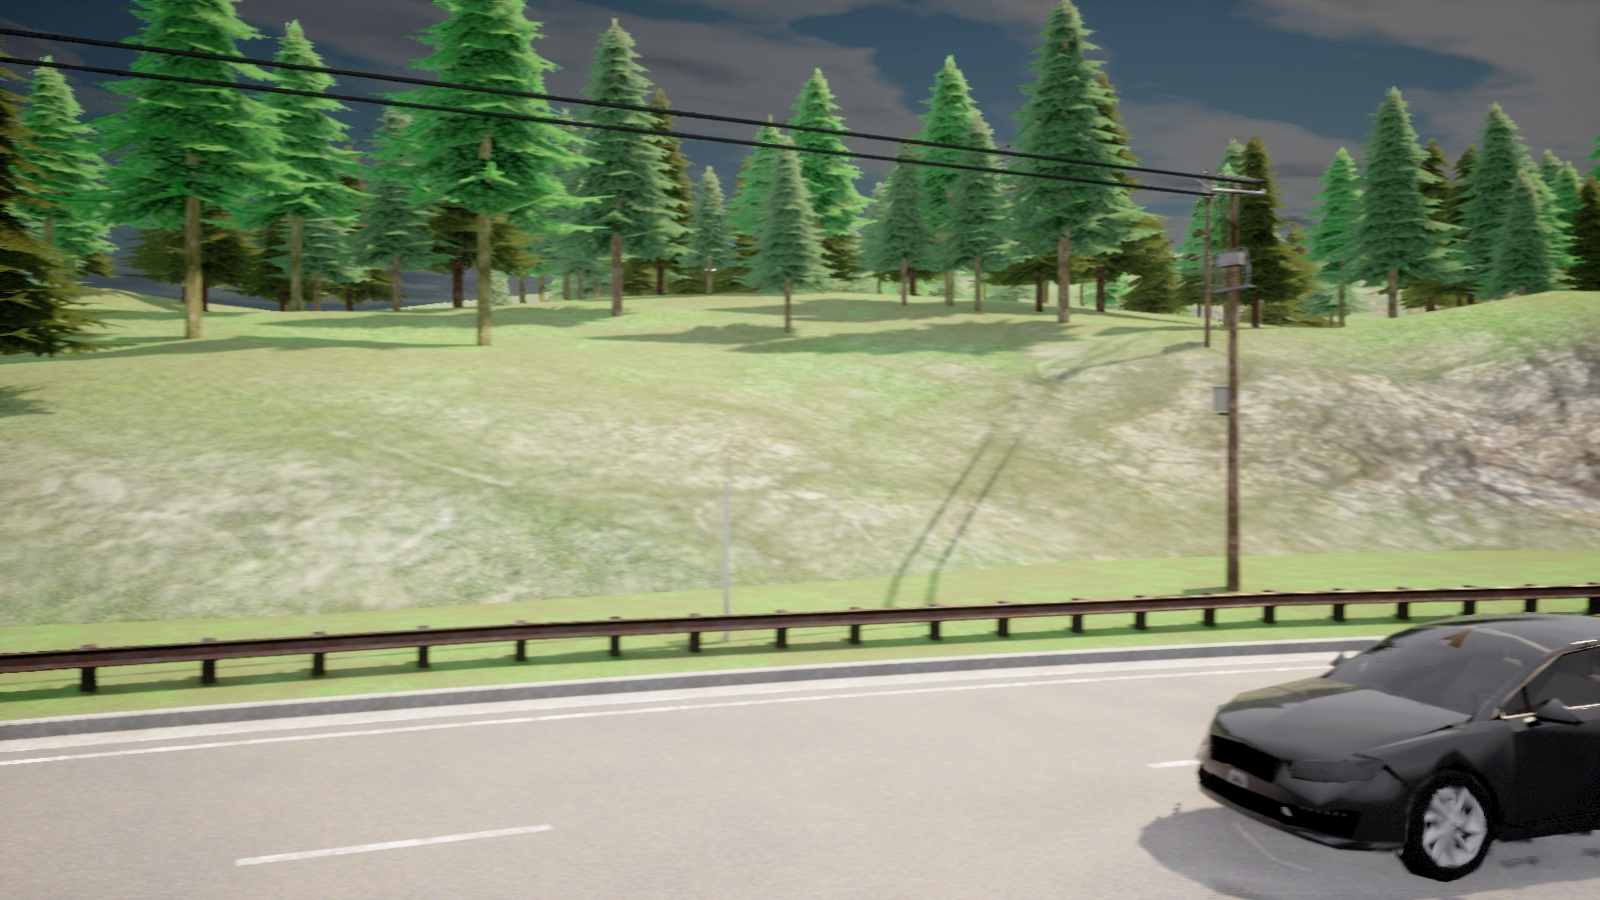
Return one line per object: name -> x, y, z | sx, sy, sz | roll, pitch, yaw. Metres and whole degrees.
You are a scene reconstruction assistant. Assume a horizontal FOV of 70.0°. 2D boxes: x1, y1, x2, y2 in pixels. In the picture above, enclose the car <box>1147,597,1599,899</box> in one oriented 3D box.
car -> 5.419, 2.051, 8.655 | 4.892, 1.480, 2.231 | 0, -1, -15
